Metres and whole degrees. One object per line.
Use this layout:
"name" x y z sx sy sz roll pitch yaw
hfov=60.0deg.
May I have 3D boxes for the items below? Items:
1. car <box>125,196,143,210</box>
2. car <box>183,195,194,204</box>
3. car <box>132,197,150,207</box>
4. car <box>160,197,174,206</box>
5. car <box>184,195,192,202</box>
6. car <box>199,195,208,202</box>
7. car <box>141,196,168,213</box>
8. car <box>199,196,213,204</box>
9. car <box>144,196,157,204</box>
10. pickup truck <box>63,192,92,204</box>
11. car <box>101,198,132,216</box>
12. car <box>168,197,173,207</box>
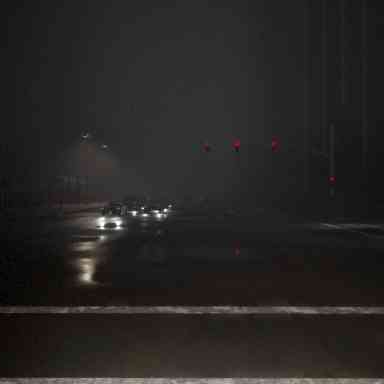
"car" -7.706 1.352 41.884 2.097 1.767 4.553 0 0 0
"car" -0.749 1.352 65.456 2.097 1.767 4.553 0 0 -1
"car" -7.803 1.547 51.383 2.033 1.411 5.357 0 0 0
"car" -4.338 1.547 57.933 2.033 1.411 5.357 0 0 0
"car" -0.947 1.478 75.459 1.882 1.535 5.008 0 0 -1
"car" 2.555 1.524 75.254 1.812 1.442 4.674 0 0 -1
"car" -4.165 1.526 37.254 1.812 1.442 4.674 0 0 2
"car" 2.791 1.488 61.302 2.128 1.511 4.902 0 0 0
"car" -7.869 1.477 63.226 1.882 1.535 5.008 0 0 0
"pickup truck" -20.918 1.059 60.092 2.390 2.098 6.274 0 0 30
"car" -7.612 1.601 33.115 1.895 1.301 4.718 0 0 -1
"car" -4.253 1.491 47.281 2.128 1.511 4.902 0 0 0
